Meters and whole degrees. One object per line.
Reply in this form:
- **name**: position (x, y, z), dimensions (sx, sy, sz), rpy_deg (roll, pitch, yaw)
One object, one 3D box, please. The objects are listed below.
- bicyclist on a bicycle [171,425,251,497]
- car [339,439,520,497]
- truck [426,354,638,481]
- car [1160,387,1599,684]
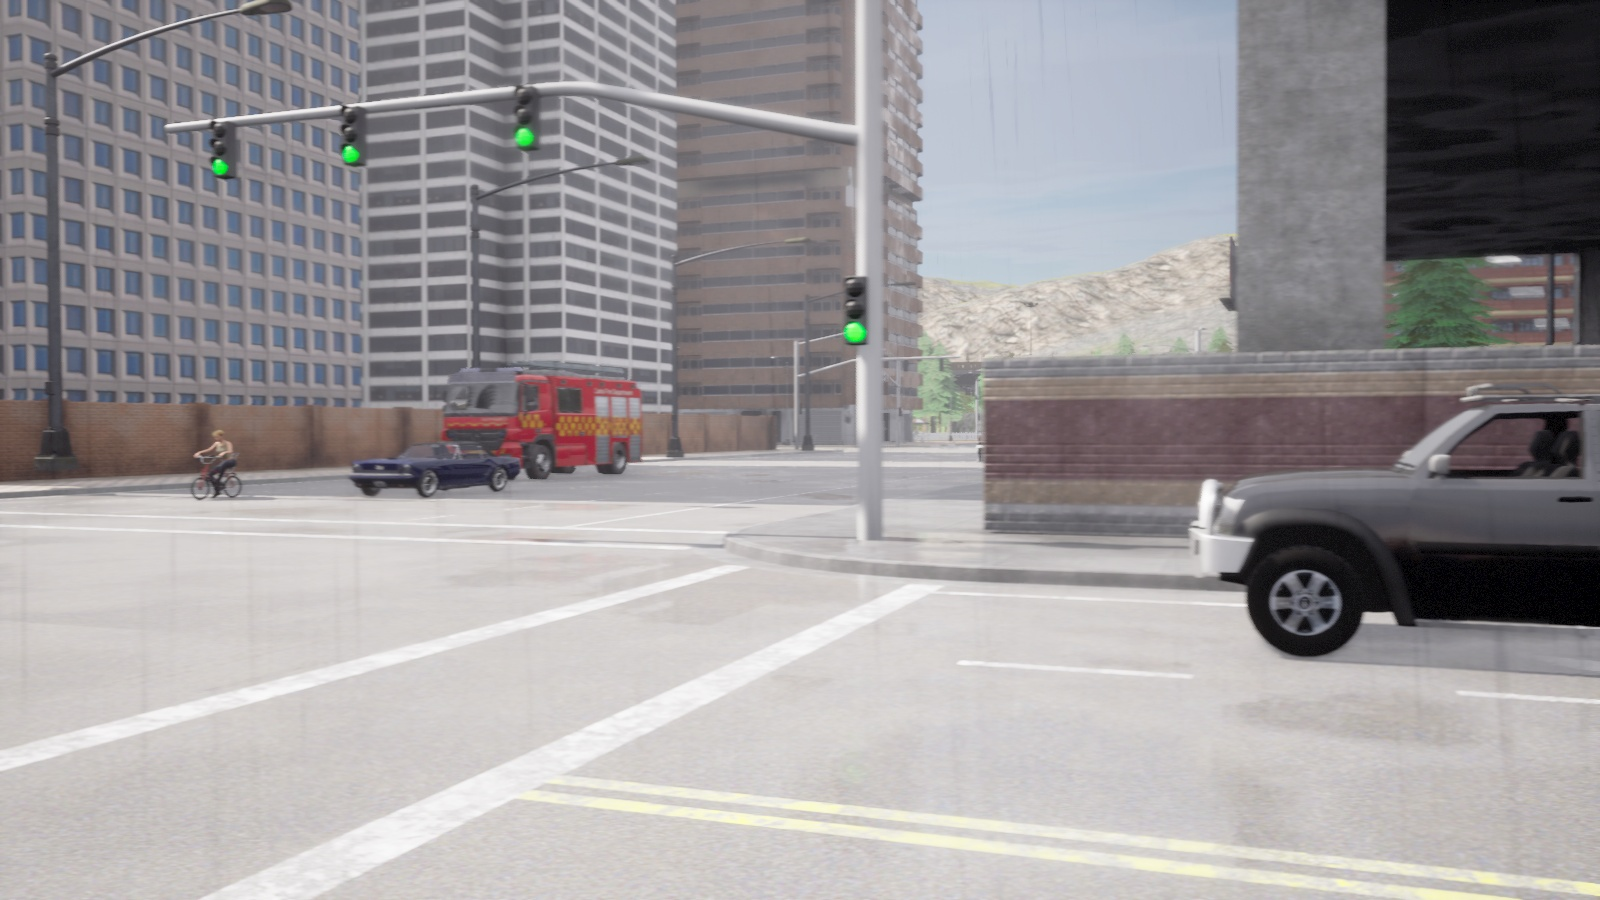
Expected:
- **bicyclist on a bicycle**: position (-13.716, 0.237, 29.291), dimensions (0.866, 1.612, 1.509), rpy_deg (1, 1, 20)
- **car**: position (-9.160, 0.381, 31.503), dimensions (1.895, 1.301, 4.718), rpy_deg (1, 1, 21)
- **truck**: position (-8.768, -1.060, 42.448), dimensions (2.891, 3.827, 8.468), rpy_deg (1, 1, 21)
- **car**: position (5.008, 0.518, 8.859), dimensions (4.605, 1.855, 1.932), rpy_deg (1, 1, 20)
